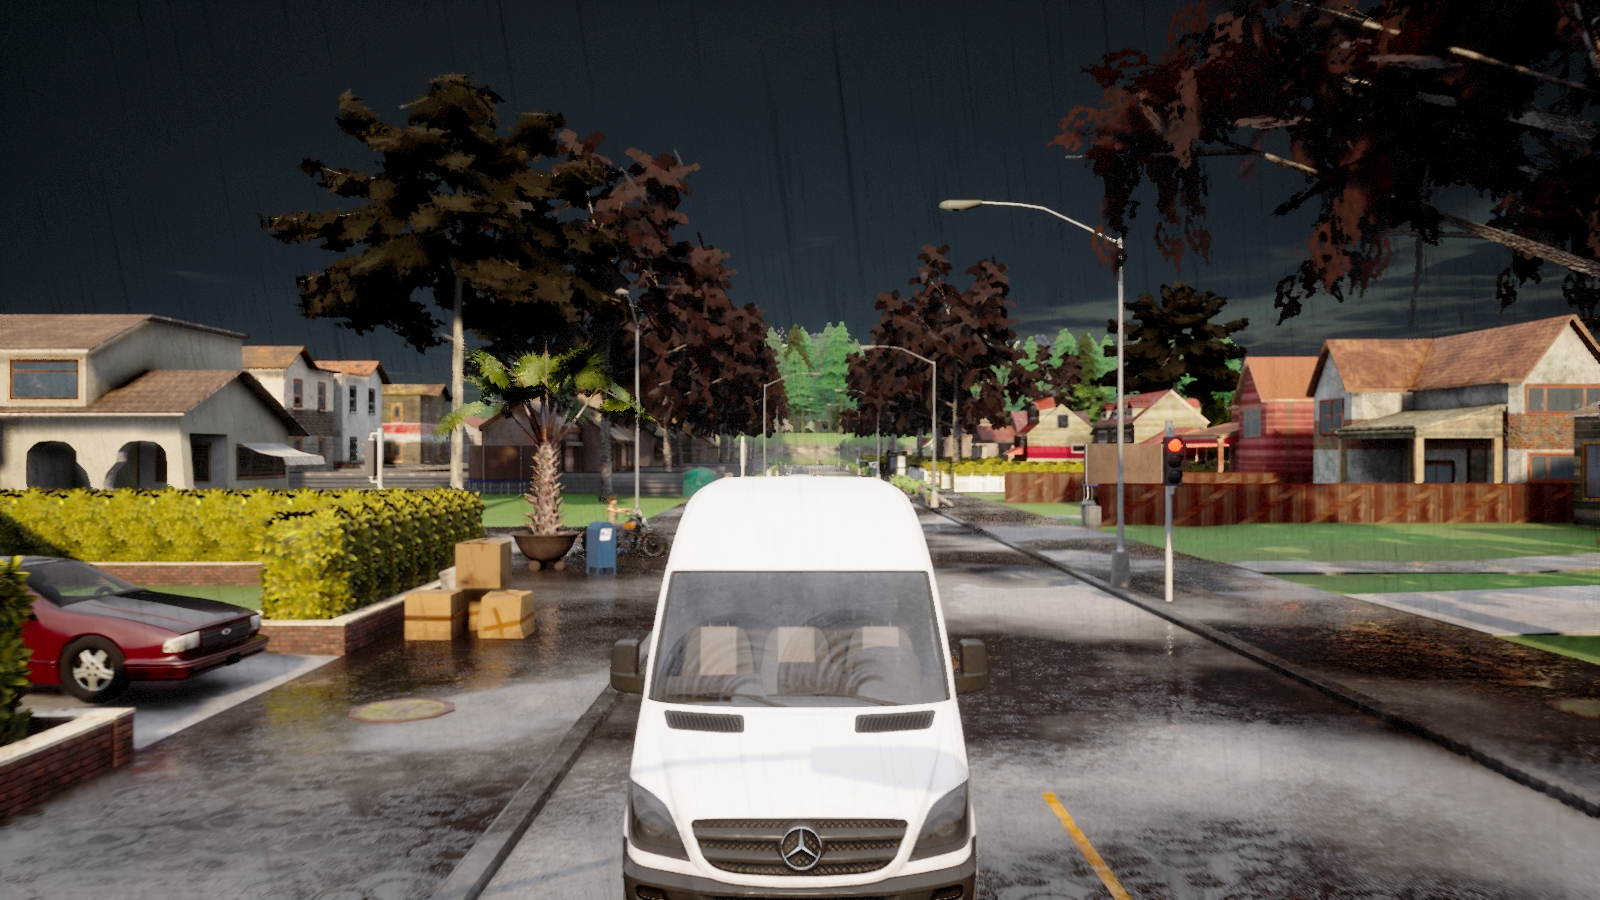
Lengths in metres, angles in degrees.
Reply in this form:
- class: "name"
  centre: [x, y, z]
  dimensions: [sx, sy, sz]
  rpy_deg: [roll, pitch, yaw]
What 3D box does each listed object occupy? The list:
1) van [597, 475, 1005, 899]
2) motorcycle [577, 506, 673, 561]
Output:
- class: "van"
  centre: [0.004, 1.534, 8.526]
  dimensions: [1.988, 2.561, 5.915]
  rpy_deg: [0, 0, 0]
- class: "motorcycle"
  centre: [-4.551, 2.155, 29.709]
  dimensions: [2.356, 1.307, 0.764]
  rpy_deg: [0, 1, 12]
